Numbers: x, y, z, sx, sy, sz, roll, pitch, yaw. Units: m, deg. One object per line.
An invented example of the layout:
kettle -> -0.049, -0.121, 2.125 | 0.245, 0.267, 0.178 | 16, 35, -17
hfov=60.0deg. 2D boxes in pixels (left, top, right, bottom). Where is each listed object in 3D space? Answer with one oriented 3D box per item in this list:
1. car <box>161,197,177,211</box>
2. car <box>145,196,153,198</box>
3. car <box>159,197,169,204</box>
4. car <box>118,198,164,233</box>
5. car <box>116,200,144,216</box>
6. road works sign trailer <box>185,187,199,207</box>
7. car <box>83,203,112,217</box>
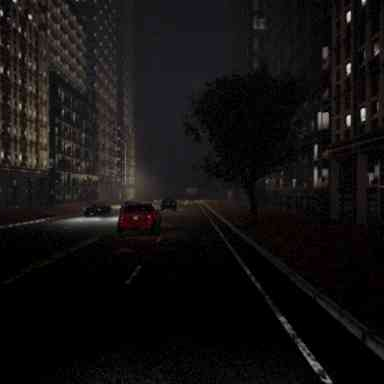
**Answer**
car -> -3.149, 1.642, 45.714 | 2.097, 1.767, 4.553 | 0, 0, 0
car -> -9.749, 1.703, 75.354 | 1.837, 1.490, 4.892 | 0, 0, 0
car -> -6.499, 1.889, 77.238 | 1.882, 1.535, 5.008 | 0, 0, 0
car -> -3.150, 1.484, 20.737 | 2.097, 1.767, 4.553 | 0, 0, 0
car -> -6.591, 1.720, 35.955 | 2.128, 1.511, 4.902 | 0, 0, 0
road works sign trailer -> -0.011, 0.831, 59.592 | 2.380, 3.560, 2.880 | -1, 0, 1
car -> -9.845, 1.822, 34.837 | 1.895, 1.301, 4.718 | 0, 0, 0
